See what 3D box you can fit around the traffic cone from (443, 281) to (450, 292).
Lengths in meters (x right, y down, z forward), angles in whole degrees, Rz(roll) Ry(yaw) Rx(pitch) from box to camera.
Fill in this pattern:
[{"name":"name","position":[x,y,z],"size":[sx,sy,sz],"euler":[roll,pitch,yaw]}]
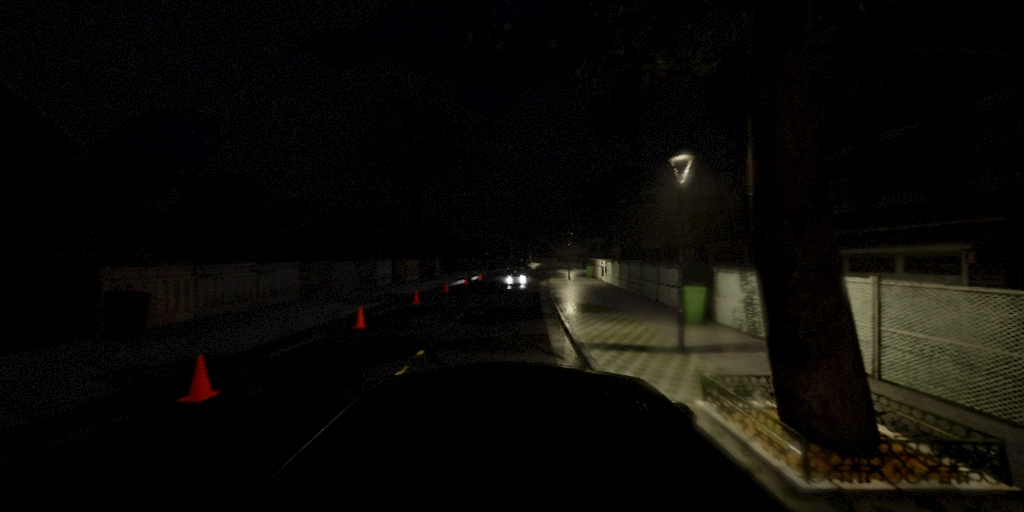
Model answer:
[{"name":"traffic cone","position":[-3.695,1.718,20.209],"size":[0.340,0.580,0.340],"euler":[0,0,4]}]

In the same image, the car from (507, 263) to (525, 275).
[{"name":"car","position":[0.500,1.425,41.014],"size":[1.895,1.301,4.718],"euler":[0,0,4]}]

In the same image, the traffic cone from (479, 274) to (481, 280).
[{"name":"traffic cone","position":[-2.700,1.746,30.262],"size":[0.340,0.580,0.340],"euler":[0,0,7]}]

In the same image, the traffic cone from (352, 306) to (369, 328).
[{"name":"traffic cone","position":[-4.276,1.700,10.123],"size":[0.340,0.580,0.340],"euler":[0,0,2]}]

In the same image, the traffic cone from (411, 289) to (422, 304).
[{"name":"traffic cone","position":[-4.038,1.708,15.170],"size":[0.340,0.580,0.340],"euler":[0,0,3]}]

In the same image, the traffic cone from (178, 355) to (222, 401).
[{"name":"traffic cone","position":[-4.411,1.695,5.074],"size":[0.340,0.580,0.340],"euler":[0,0,1]}]

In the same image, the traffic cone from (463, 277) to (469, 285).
[{"name":"traffic cone","position":[-3.249,1.731,25.240],"size":[0.340,0.580,0.340],"euler":[0,0,6]}]
